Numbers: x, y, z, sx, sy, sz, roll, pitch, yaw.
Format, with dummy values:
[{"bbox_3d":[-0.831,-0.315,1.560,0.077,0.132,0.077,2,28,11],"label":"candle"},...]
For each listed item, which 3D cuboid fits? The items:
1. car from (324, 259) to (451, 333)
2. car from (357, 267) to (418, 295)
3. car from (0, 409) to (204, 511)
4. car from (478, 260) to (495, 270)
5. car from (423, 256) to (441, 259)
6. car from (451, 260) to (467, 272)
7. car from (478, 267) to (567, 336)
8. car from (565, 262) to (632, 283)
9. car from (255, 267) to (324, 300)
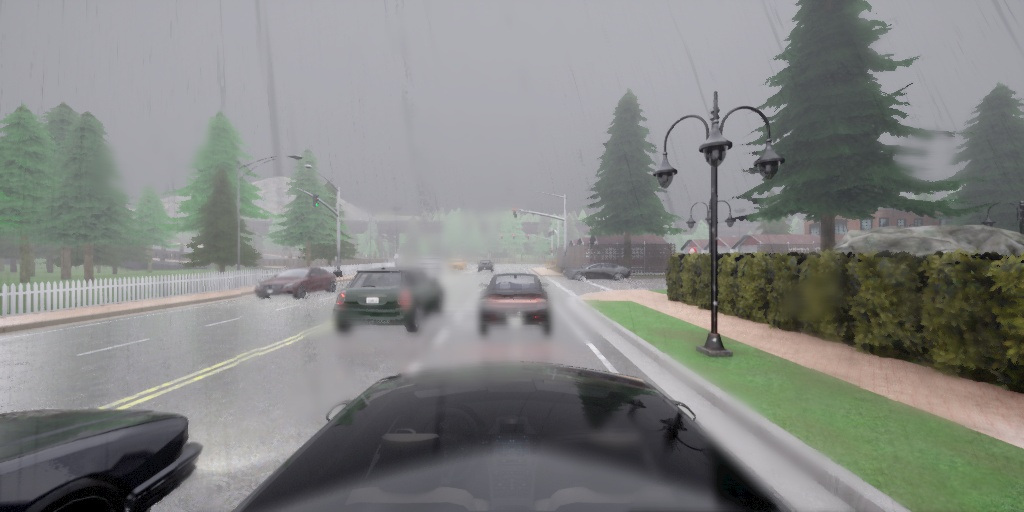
[{"bbox_3d":[-3.395,1.102,10.876,2.097,1.767,4.553,0,0,0],"label":"car"},{"bbox_3d":[-7.060,1.351,20.947,1.895,1.301,4.718,0,0,0],"label":"car"},{"bbox_3d":[-3.406,1.298,0.354,2.033,1.411,5.357,0,0,0],"label":"car"},{"bbox_3d":[-3.308,1.255,46.003,1.837,1.490,4.892,0,0,0],"label":"car"},{"bbox_3d":[-10.467,0.974,46.401,2.150,2.045,5.566,0,0,1],"label":"car"},{"bbox_3d":[-6.966,1.227,46.404,1.882,1.535,5.008,0,0,1],"label":"car"},{"bbox_3d":[0.101,1.242,10.394,2.128,1.511,4.902,0,0,0],"label":"car"},{"bbox_3d":[6.546,1.204,27.328,4.902,1.511,2.128,0,0,5],"label":"car"},{"bbox_3d":[-10.553,1.275,17.962,1.812,1.442,4.674,0,0,0],"label":"car"}]
